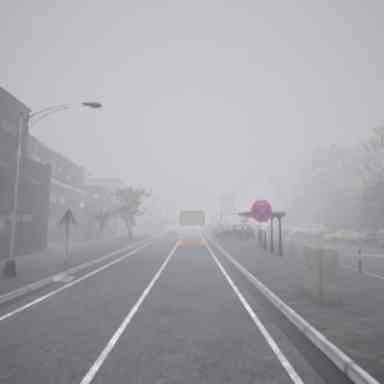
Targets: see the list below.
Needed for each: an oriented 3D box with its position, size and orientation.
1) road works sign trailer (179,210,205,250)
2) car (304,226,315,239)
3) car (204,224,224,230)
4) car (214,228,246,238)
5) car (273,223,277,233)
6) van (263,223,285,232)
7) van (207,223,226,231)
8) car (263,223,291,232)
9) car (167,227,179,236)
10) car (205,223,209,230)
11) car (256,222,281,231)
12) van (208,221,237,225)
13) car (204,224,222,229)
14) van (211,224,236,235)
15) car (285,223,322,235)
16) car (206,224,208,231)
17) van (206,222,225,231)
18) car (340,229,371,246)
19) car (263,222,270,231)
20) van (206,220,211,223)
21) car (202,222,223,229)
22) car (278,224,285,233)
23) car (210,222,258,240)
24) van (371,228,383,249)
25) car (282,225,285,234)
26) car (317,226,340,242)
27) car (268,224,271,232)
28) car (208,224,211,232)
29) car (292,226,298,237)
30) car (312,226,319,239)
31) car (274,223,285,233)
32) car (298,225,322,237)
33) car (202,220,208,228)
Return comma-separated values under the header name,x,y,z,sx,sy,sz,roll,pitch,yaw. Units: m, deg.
name,x,y,z,sx,sy,sz,roll,pitch,yaw
road works sign trailer,0.041,3.558,31.725,2.380,3.560,2.880,0,-5,2
car,18.812,5.820,46.239,4.892,1.521,2.231,0,-5,0
car,5.660,8.918,84.479,4.892,1.521,2.231,0,-4,0
car,5.722,6.254,50.936,4.674,1.452,2.002,0,-5,0
car,18.746,7.478,65.597,4.792,1.488,2.163,0,-5,0
van,18.875,8.096,76.694,4.442,1.987,1.878,0,-4,0
van,5.792,8.262,78.907,4.442,1.987,1.878,0,-4,0
car,18.792,7.857,73.928,5.566,2.045,2.435,0,-4,0
car,-3.308,6.817,57.845,1.812,1.442,4.674,0,-5,0
car,5.695,7.836,70.502,4.892,1.521,2.231,0,-5,0
car,18.779,8.496,82.230,5.566,2.045,2.435,0,-4,0
van,5.589,6.699,59.342,4.442,1.987,1.878,0,-5,0
car,5.656,9.387,90.066,4.674,1.452,2.002,0,-4,0
van,5.818,6.931,62.134,4.442,1.987,1.878,0,-5,0
car,18.764,6.272,54.558,5.566,2.045,2.435,0,-5,0
car,5.726,7.417,64.906,4.792,1.488,2.163,0,-5,0
van,5.788,8.477,81.702,4.442,1.987,1.878,0,-4,0
car,18.794,4.910,35.174,4.792,1.488,2.163,0,-5,0
car,18.739,7.639,71.160,5.566,2.045,2.435,0,-5,0
van,5.801,7.832,73.319,4.442,1.987,1.878,0,-5,0
car,5.625,9.312,92.884,5.566,2.045,2.435,0,-4,0
car,18.779,6.989,60.069,5.008,1.535,2.097,0,-5,0
car,5.699,5.490,45.374,5.566,2.045,2.435,0,-5,0
van,18.948,4.186,29.665,4.442,1.987,1.878,0,-5,0
car,18.783,6.758,57.301,4.892,1.521,2.231,0,-5,0
car,18.629,5.347,40.709,5.366,1.575,1.946,0,-5,0
car,18.800,7.700,68.371,4.792,1.488,2.163,0,-5,0
car,5.705,6.688,56.526,5.008,1.535,2.097,0,-5,0
car,18.802,6.288,51.771,5.008,1.535,2.097,0,-5,0
car,18.839,5.614,43.471,4.792,1.488,2.163,0,-5,0
car,18.965,7.216,62.838,5.366,1.575,1.946,0,-5,0
car,18.807,6.053,49.005,5.008,1.535,2.097,0,-5,0
car,5.652,8.022,76.113,5.566,2.045,2.435,0,-4,0
